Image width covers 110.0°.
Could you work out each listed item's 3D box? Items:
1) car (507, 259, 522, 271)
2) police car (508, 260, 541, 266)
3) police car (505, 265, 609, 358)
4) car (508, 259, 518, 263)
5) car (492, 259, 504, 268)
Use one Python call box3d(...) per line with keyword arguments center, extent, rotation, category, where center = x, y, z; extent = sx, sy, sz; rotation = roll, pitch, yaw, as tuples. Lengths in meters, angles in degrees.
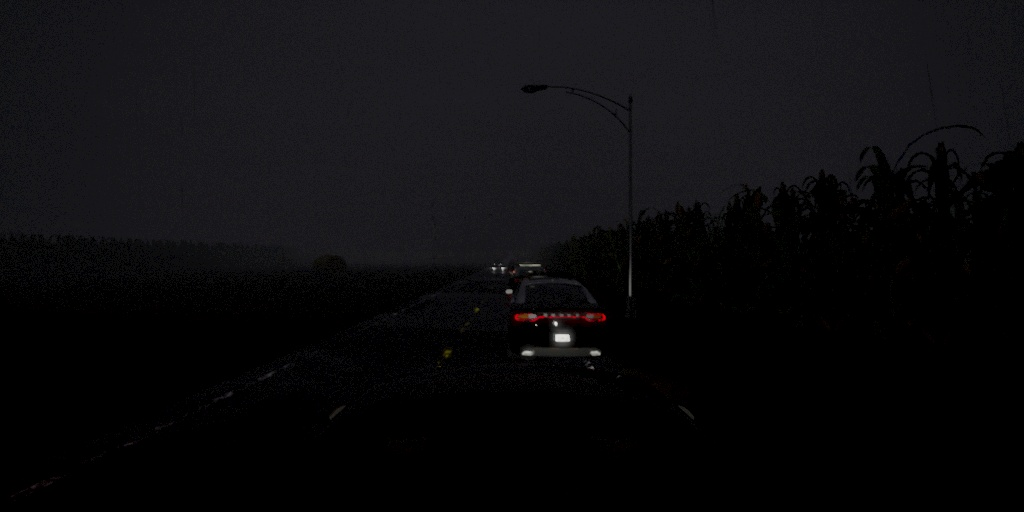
box3d(center=(0.362, 1.276, 51.165), extent=(2.128, 1.511, 4.902), rotation=(0, 0, 1), category="car")
box3d(center=(0.932, 1.198, 18.652), extent=(1.930, 1.638, 5.238), rotation=(0, 0, 0), category="police car")
box3d(center=(0.872, 1.186, 8.652), extent=(1.930, 1.638, 5.238), rotation=(0, 0, 0), category="police car")
box3d(center=(0.967, 1.129, 24.511), extent=(2.097, 1.767, 4.553), rotation=(0, 0, 0), category="car")
box3d(center=(-2.378, 1.280, 62.668), extent=(1.837, 1.490, 4.892), rotation=(0, 0, 0), category="car")
